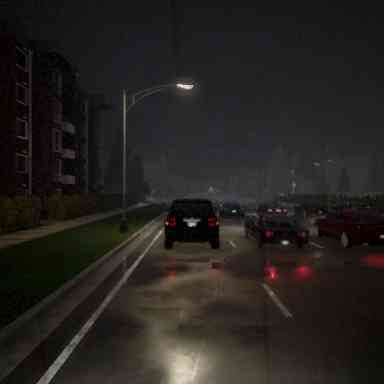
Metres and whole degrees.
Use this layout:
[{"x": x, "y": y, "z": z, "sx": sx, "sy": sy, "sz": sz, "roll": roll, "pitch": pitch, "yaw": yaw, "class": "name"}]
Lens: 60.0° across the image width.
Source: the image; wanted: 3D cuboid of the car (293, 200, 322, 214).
[{"x": 10.500, "y": 1.482, "z": 29.650, "sx": 1.882, "sy": 1.535, "sz": 5.008, "roll": 0, "pitch": 0, "yaw": 0, "class": "car"}]

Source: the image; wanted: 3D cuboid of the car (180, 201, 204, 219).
[{"x": 0.000, "y": 1.570, "z": 29.650, "sx": 1.994, "sy": 1.385, "sz": 4.181, "roll": 0, "pitch": 0, "yaw": 0, "class": "car"}]

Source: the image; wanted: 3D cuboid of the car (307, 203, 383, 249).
[{"x": 7.000, "y": 1.482, "z": 14.650, "sx": 1.882, "sy": 1.535, "sz": 5.008, "roll": 0, "pitch": 0, "yaw": 0, "class": "car"}]

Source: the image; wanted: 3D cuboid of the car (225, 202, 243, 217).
[{"x": 3.500, "y": 1.570, "z": 29.650, "sx": 1.994, "sy": 1.385, "sz": 4.181, "roll": 0, "pitch": 0, "yaw": 0, "class": "car"}]

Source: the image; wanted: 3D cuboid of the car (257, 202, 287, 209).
[{"x": 7.000, "y": 1.561, "z": 29.650, "sx": 2.033, "sy": 1.411, "sz": 5.357, "roll": 0, "pitch": 0, "yaw": 0, "class": "car"}]

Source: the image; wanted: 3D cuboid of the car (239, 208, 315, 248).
[{"x": 3.500, "y": 1.613, "z": 14.680, "sx": 1.895, "sy": 1.301, "sz": 4.718, "roll": 0, "pitch": 0, "yaw": 0, "class": "car"}]

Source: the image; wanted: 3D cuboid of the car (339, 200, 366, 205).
[{"x": 14.000, "y": 1.493, "z": 29.650, "sx": 2.128, "sy": 1.511, "sz": 4.902, "roll": 0, "pitch": 0, "yaw": 0, "class": "car"}]

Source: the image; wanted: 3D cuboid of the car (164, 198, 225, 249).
[{"x": 0.000, "y": 1.255, "z": 14.680, "sx": 2.150, "sy": 2.045, "sz": 5.566, "roll": 0, "pitch": 0, "yaw": 0, "class": "car"}]
